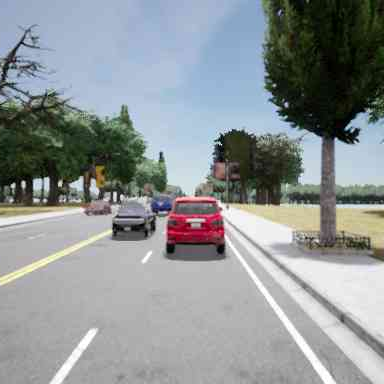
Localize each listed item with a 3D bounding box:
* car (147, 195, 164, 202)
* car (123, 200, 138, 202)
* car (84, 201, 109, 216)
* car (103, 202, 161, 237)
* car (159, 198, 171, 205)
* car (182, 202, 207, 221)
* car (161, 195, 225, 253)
[{"bbox_3d":[-2.994,1.345,34.560,2.150,2.045,5.566,0,0,0],"label":"car"},{"bbox_3d":[-6.440,1.627,34.633,1.837,1.490,4.892,0,0,0],"label":"car"},{"bbox_3d":[-9.689,1.648,34.666,1.812,1.442,4.674,0,0,0],"label":"car"},{"bbox_3d":[-3.075,1.551,18.371,2.128,1.511,4.902,0,0,0],"label":"car"},{"bbox_3d":[-6.145,2.063,76.110,2.128,1.511,4.902,0,-1,0],"label":"car"},{"bbox_3d":[0.226,1.652,30.034,2.033,1.411,5.357,0,0,0],"label":"car"},{"bbox_3d":[0.151,1.262,13.964,2.150,2.045,5.566,0,-1,0],"label":"car"}]
